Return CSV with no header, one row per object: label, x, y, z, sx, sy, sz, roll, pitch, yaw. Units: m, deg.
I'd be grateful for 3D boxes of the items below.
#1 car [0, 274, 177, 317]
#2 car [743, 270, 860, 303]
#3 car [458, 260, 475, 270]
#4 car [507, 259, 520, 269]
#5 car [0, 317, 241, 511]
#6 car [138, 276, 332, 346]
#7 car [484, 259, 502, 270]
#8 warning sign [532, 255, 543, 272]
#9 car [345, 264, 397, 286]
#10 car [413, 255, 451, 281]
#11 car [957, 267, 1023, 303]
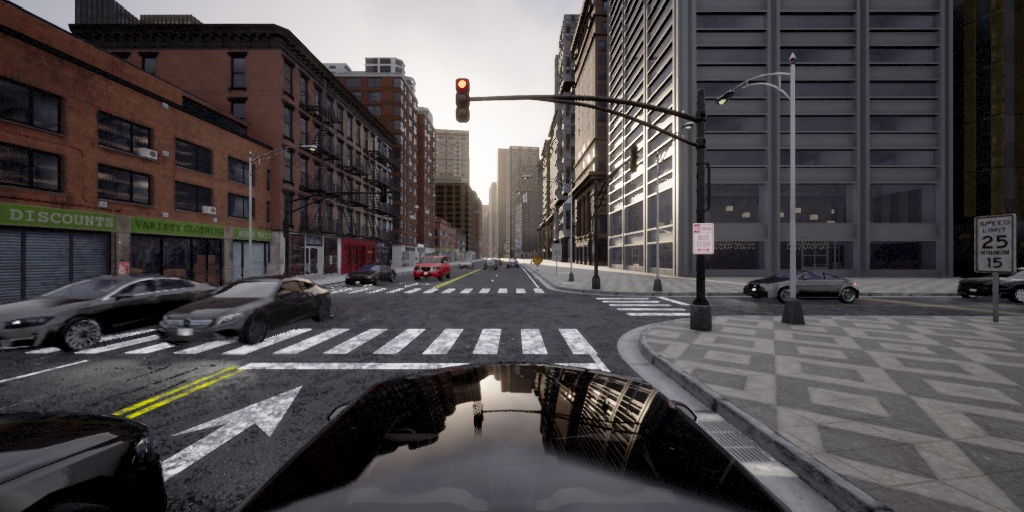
car,-9.835,1.242,8.970,2.128,1.511,4.902,0,0,0
car,12.892,1.328,16.139,4.181,1.385,1.994,0,0,0
car,-6.477,1.287,51.645,1.994,1.385,4.181,0,0,0
car,0.160,1.244,57.357,1.812,1.442,4.674,0,0,1
car,-3.152,1.241,0.283,2.128,1.511,4.902,0,0,0
car,-6.584,1.276,9.559,1.812,1.442,4.674,0,0,0
car,-3.042,1.213,53.009,2.128,1.511,4.902,0,0,0
warning sign,2.934,0.848,41.273,1.300,1.860,1.060,0,0,0
car,-9.800,1.293,25.437,2.033,1.411,5.357,0,0,0
car,-6.541,0.964,29.992,2.150,2.045,5.566,0,0,0
car,23.187,1.247,16.073,5.008,1.535,1.882,0,0,0
